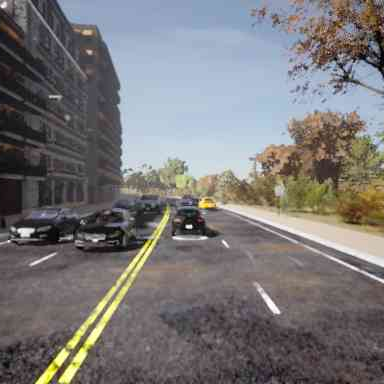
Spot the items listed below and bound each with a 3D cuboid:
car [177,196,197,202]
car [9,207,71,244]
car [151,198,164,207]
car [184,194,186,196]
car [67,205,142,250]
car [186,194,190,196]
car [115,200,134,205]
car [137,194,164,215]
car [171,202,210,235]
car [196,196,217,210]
[{"bbox_3d":[-0.957,1.497,36.568,2.128,1.511,4.902,0,0,-3],"label":"car"},{"bbox_3d":[-6.842,1.501,15.987,2.128,1.511,4.902,0,0,-1],"label":"car"},{"bbox_3d":[-5.343,1.674,52.445,1.895,1.301,4.718,0,0,-4],"label":"car"},{"bbox_3d":[-1.235,1.342,77.589,2.097,1.767,4.553,0,0,-7],"label":"car"},{"bbox_3d":[-3.556,1.512,14.451,1.837,1.490,4.892,0,0,-1],"label":"car"},{"bbox_3d":[0.509,1.487,61.083,2.128,1.511,4.902,0,0,-5],"label":"car"},{"bbox_3d":[-7.724,1.576,37.853,1.994,1.385,4.181,0,0,-3],"label":"car"},{"bbox_3d":[-4.264,1.231,33.978,2.150,2.045,5.566,0,0,-3],"label":"car"},{"bbox_3d":[-0.209,1.531,18.612,1.812,1.442,4.674,0,0,-2],"label":"car"},{"bbox_3d":[1.960,1.479,42.276,1.882,1.535,5.008,0,0,-4],"label":"car"}]
